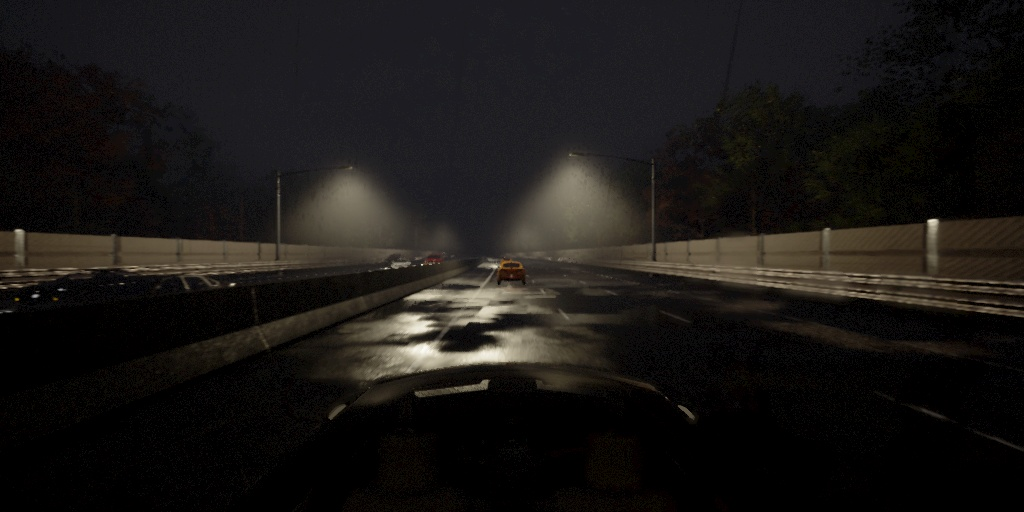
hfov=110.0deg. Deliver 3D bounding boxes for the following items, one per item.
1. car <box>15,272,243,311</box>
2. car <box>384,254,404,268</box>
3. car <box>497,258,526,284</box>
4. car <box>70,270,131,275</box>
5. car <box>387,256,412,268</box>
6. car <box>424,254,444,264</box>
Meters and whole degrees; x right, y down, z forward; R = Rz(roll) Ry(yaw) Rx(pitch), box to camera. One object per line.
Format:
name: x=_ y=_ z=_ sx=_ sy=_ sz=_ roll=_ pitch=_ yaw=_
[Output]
car: x=-10.614 y=1.273 z=10.717 sx=2.033 sy=1.411 sz=5.357 roll=0 pitch=0 yaw=0
car: x=-18.328 y=0.767 z=56.403 sx=2.150 sy=2.045 sz=5.566 roll=0 pitch=0 yaw=-1
car: x=-0.054 y=1.130 z=25.549 sx=1.882 sy=1.535 sz=5.008 roll=0 pitch=0 yaw=-1
car: x=-17.635 y=1.278 z=15.256 sx=1.994 sy=1.385 sz=4.181 roll=0 pitch=0 yaw=0
car: x=-14.625 y=1.100 z=47.669 sx=1.812 sy=1.442 sz=4.674 roll=0 pitch=0 yaw=-1
car: x=-11.219 y=0.776 z=51.980 sx=2.150 sy=2.045 sz=5.566 roll=0 pitch=0 yaw=-1
